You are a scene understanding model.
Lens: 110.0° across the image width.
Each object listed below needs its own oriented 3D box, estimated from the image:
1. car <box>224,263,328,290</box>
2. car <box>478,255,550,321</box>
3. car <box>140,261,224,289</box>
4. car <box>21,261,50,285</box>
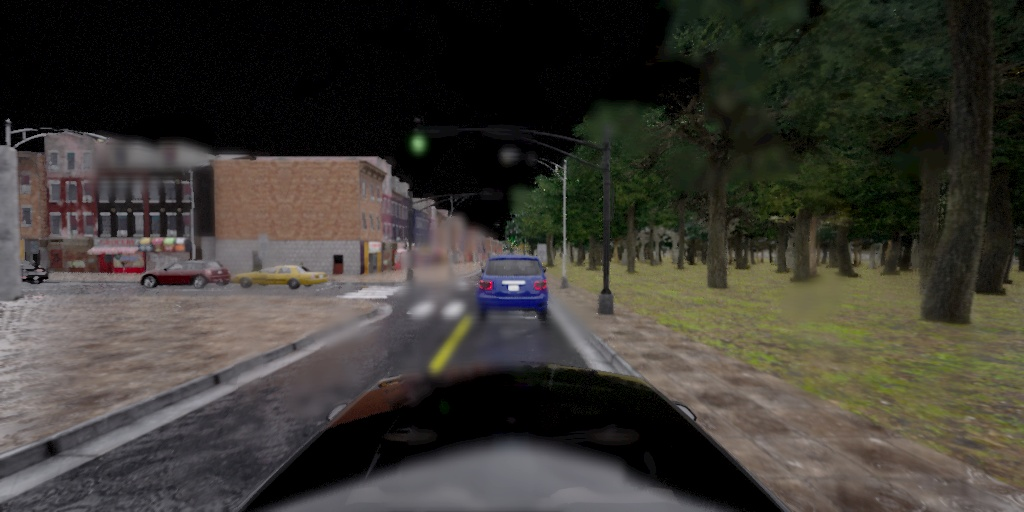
[{"bbox_3d":[-13.264,1.112,20.593,4.829,1.417,1.751,0,0,0],"label":"car"},{"bbox_3d":[0.064,0.979,12.653,2.150,2.045,5.566,0,0,0],"label":"car"},{"bbox_3d":[-18.635,0.992,20.562,4.097,1.591,1.967,0,0,0],"label":"car"},{"bbox_3d":[-29.778,0.986,20.591,4.892,1.490,1.837,0,1,0],"label":"car"}]
